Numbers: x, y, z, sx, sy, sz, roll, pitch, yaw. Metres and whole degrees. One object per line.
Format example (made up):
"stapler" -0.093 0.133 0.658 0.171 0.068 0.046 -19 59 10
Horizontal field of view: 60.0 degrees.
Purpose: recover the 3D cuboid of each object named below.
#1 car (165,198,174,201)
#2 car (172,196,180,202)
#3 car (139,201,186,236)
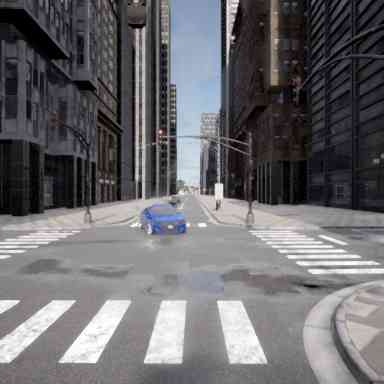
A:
"car" -3.167 1.611 33.209 1.895 1.301 4.718 0 0 0
"car" -3.191 1.620 48.864 1.895 1.301 4.718 0 0 0
"car" -1.829 1.481 18.939 1.882 1.535 5.008 -1 0 -18
